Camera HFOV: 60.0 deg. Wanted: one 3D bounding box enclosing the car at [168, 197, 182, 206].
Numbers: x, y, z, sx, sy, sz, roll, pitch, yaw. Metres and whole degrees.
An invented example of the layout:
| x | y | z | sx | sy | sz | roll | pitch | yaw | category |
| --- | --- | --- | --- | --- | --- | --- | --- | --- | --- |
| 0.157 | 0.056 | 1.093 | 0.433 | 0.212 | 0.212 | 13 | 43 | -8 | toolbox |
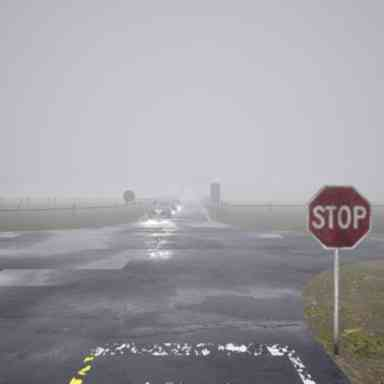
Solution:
| x | y | z | sx | sy | sz | roll | pitch | yaw | category |
| --- | --- | --- | --- | --- | --- | --- | --- | --- | --- |
| -2.761 | 1.501 | 54.656 | 1.895 | 1.301 | 4.718 | 0 | 0 | 0 | car |

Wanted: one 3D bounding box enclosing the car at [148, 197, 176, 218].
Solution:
| x | y | z | sx | sy | sz | roll | pitch | yaw | category |
| --- | --- | --- | --- | --- | --- | --- | --- | --- | --- |
| -2.782 | 1.460 | 29.669 | 2.128 | 1.511 | 4.902 | 0 | 0 | -1 | car |

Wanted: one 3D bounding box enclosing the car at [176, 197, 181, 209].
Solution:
| x | y | z | sx | sy | sz | roll | pitch | yaw | category |
| --- | --- | --- | --- | --- | --- | --- | --- | --- | --- |
| -2.796 | 1.490 | 40.560 | 2.033 | 1.411 | 5.357 | 0 | 0 | 0 | car |
